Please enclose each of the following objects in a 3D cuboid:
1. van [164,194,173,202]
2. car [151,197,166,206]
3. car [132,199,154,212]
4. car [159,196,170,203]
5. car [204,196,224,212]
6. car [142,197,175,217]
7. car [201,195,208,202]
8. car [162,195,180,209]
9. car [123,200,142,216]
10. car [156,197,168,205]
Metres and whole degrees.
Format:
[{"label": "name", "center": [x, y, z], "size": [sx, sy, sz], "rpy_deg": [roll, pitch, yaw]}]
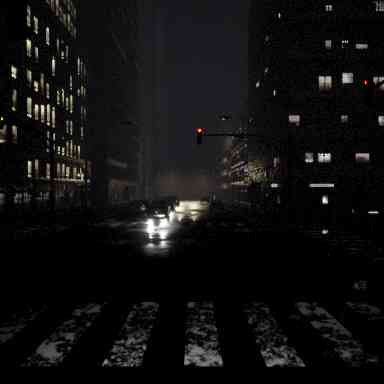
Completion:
[{"label": "van", "center": [-5.520, 1.322, 78.234], "size": [1.690, 1.788, 3.998], "rpy_deg": [-1, 0, 0]}, {"label": "car", "center": [-5.571, 1.530, 55.615], "size": [1.887, 1.381, 4.507], "rpy_deg": [-1, 0, 0]}, {"label": "car", "center": [-5.612, 1.555, 38.652], "size": [1.947, 1.339, 4.313], "rpy_deg": [-1, 0, 0]}, {"label": "car", "center": [-5.544, 1.528, 66.925], "size": [1.887, 1.381, 4.507], "rpy_deg": [-1, 0, 0]}, {"label": "car", "center": [2.768, 1.540, 38.632], "size": [2.008, 1.369, 4.403], "rpy_deg": [-1, 0, 0]}, {"label": "car", "center": [-3.028, 1.482, 30.978], "size": [2.128, 1.511, 4.902], "rpy_deg": [0, 0, 0]}, {"label": "car", "center": [2.848, 1.422, 72.560], "size": [1.967, 1.590, 4.097], "rpy_deg": [-1, 0, 0]}, {"label": "car", "center": [-2.999, 1.480, 40.463], "size": [2.128, 1.511, 4.902], "rpy_deg": [0, 0, 0]}, {"label": "car", "center": [-5.626, 1.516, 32.828], "size": [1.752, 1.417, 4.829], "rpy_deg": [-1, 0, 0]}, {"label": "car", "center": [-5.557, 1.566, 61.270], "size": [1.802, 1.307, 4.206], "rpy_deg": [-1, 0, 0]}]
